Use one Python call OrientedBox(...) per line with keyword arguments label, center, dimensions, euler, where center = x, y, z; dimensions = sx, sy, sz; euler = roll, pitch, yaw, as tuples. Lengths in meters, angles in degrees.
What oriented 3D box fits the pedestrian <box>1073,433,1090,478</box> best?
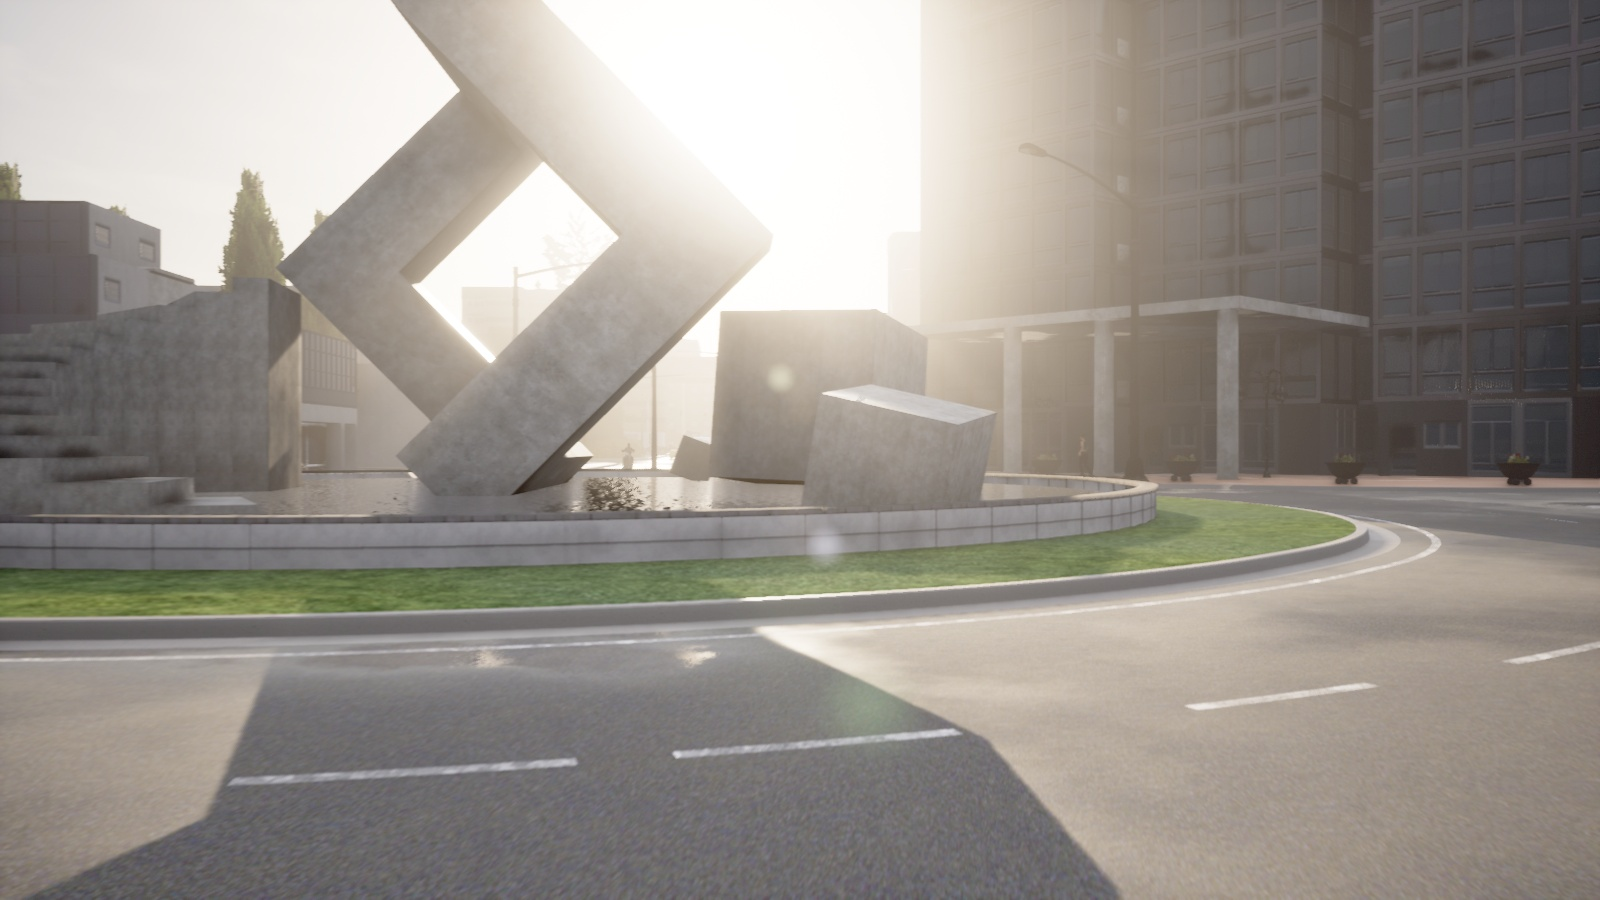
OrientedBox(label="pedestrian", center=(11.712, 0.222, 52.210), dimensions=(0.345, 1.836, 0.594), euler=(0, 0, -37))
